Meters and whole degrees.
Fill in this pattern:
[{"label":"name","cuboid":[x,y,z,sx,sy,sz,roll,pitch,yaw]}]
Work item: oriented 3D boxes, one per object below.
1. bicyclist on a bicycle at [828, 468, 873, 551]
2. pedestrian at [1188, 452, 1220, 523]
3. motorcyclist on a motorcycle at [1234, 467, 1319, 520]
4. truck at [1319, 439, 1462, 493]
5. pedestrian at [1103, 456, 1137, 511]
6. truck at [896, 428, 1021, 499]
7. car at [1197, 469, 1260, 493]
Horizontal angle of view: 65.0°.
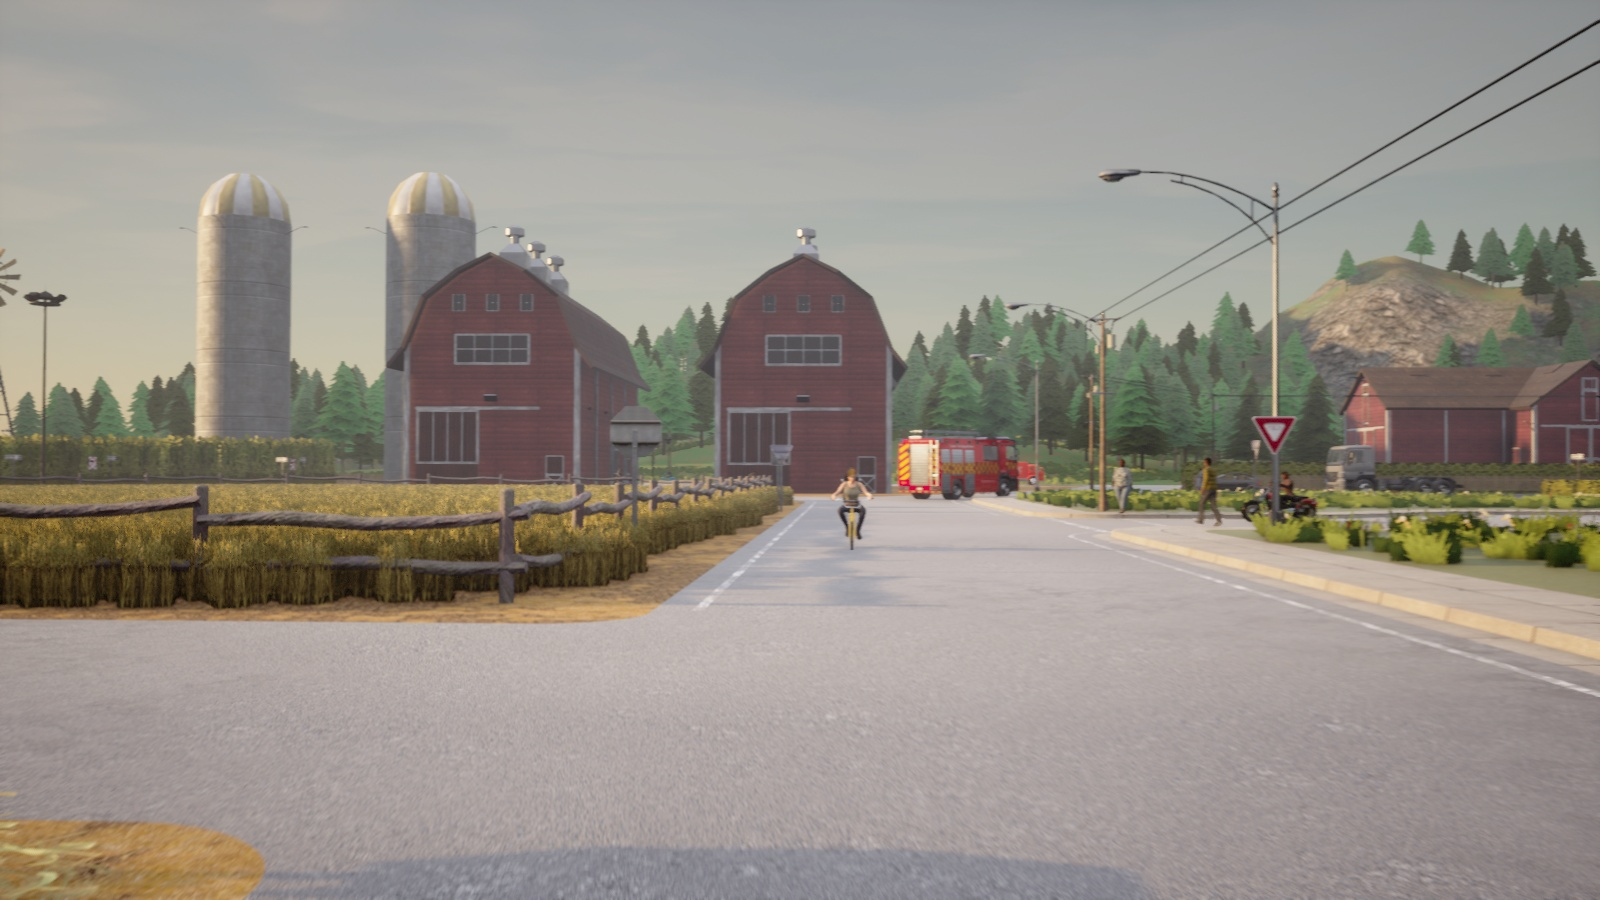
[{"label":"bicyclist on a bicycle","cuboid":[0.995,1.167,25.064,0.866,1.612,1.509,0,-1,2]},{"label":"pedestrian","cuboid":[10.663,0.978,33.157,0.431,1.840,0.709,0,-1,-27]},{"label":"motorcyclist on a motorcycle","cuboid":[14.932,1.358,39.416,2.350,1.649,0.766,0,-1,1]},{"label":"truck","cuboid":[38.662,1.039,82.376,7.936,3.462,2.891,0,-1,2]},{"label":"pedestrian","cuboid":[10.840,1.134,42.563,0.874,1.855,0.900,-1,-1,30]},{"label":"truck","cuboid":[9.144,0.778,71.461,2.891,3.827,8.468,-1,-1,40]},{"label":"car","cuboid":[28.303,2.058,83.055,3.705,1.549,1.789,0,-1,11]}]
